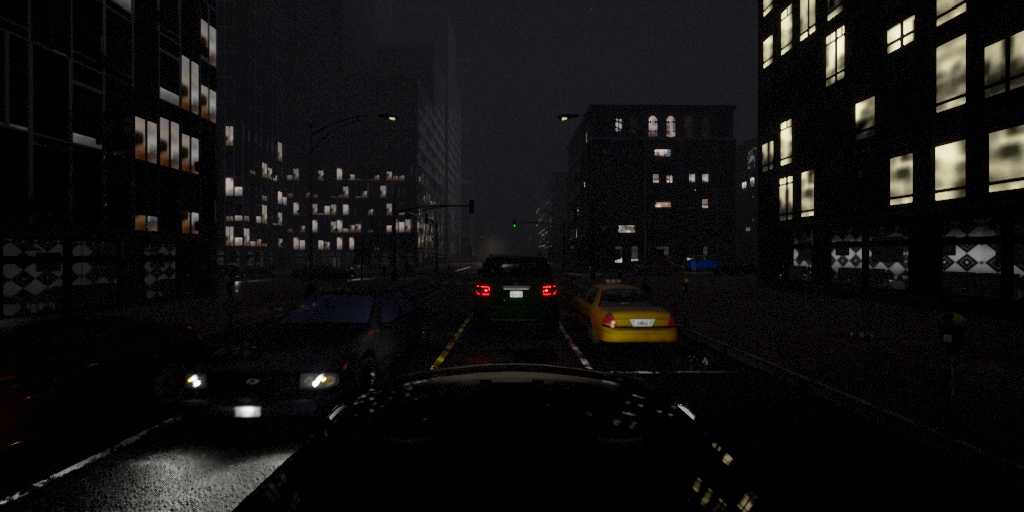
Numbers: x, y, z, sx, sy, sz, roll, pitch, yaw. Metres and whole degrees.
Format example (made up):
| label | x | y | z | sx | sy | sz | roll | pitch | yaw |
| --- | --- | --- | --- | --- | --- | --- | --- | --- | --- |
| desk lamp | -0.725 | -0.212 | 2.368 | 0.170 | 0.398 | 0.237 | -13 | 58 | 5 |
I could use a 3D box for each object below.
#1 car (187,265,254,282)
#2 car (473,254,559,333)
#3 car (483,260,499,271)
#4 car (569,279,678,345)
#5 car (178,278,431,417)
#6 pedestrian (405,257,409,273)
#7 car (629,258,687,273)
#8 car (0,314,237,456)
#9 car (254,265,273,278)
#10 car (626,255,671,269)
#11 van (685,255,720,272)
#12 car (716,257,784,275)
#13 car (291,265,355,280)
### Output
| label | x | y | z | sx | sy | sz | roll | pitch | yaw |
| --- | --- | --- | --- | --- | --- | --- | --- | --- | --- |
| car | -27.534 | 1.599 | 33.598 | 4.892 | 1.490 | 1.837 | -1 | 0 | -1 |
| car | 0.090 | 0.970 | 10.900 | 2.150 | 2.045 | 5.566 | 0 | 0 | 0 |
| car | -2.881 | 1.294 | 50.546 | 2.033 | 1.411 | 5.357 | 0 | 0 | -1 |
| car | 2.559 | 1.274 | 9.346 | 1.751 | 1.417 | 4.829 | 0 | 0 | 0 |
| car | -2.859 | 1.297 | 6.538 | 2.033 | 1.411 | 5.357 | 0 | 0 | 0 |
| pedestrian | -12.388 | 1.016 | 42.168 | 0.375 | 1.860 | 0.375 | 0 | 1 | -1 |
| car | 15.026 | 1.135 | 37.095 | 4.718 | 1.301 | 1.895 | -1 | 0 | -1 |
| car | -5.316 | 1.332 | 3.609 | 1.802 | 1.307 | 4.207 | 0 | 0 | 0 |
| car | -28.437 | 1.644 | 38.968 | 4.403 | 1.370 | 2.007 | 0 | 0 | -1 |
| car | 15.288 | 0.840 | 39.563 | 5.009 | 1.841 | 2.192 | 0 | 0 | -1 |
| van | 20.944 | 0.796 | 39.628 | 3.998 | 1.789 | 1.690 | 0 | 0 | -1 |
| car | 21.059 | 1.016 | 31.748 | 4.507 | 1.381 | 1.888 | 0 | 0 | -1 |
| car | -17.719 | 1.511 | 33.732 | 5.357 | 1.411 | 2.033 | -1 | 0 | -1 |
